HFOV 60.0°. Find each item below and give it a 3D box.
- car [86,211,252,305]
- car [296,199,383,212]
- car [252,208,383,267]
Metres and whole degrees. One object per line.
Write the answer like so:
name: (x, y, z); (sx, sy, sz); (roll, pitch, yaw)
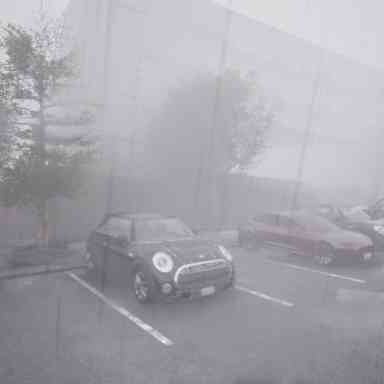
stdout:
car: (-0.994, 1.332, 8.296); (2.185, 1.767, 4.553); (0, 0, -35)
car: (5.931, 1.282, 13.235); (2.185, 1.767, 4.553); (0, 0, -35)
car: (3.691, 1.454, 11.562); (2.163, 1.488, 4.792); (0, 0, -35)
